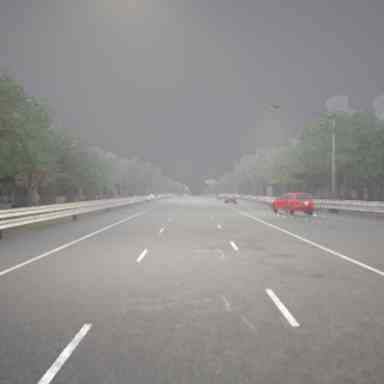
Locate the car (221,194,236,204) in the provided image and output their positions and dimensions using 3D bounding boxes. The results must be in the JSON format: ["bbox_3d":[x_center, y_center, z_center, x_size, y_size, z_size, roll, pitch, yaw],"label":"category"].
[{"bbox_3d":[6.877,1.336,60.345,1.812,1.442,4.674,0,0,1],"label":"car"}]

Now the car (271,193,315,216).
[{"bbox_3d":[9.600,1.127,32.037,2.150,2.045,5.566,0,0,-11],"label":"car"}]

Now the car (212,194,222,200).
[{"bbox_3d":[7.006,1.292,83.956,2.128,1.511,4.902,0,0,0],"label":"car"}]
